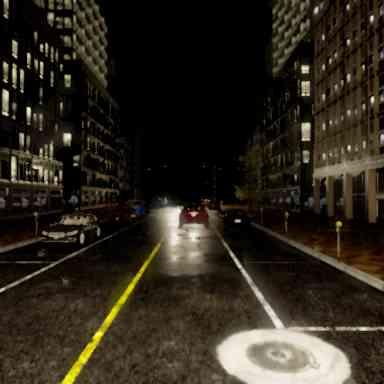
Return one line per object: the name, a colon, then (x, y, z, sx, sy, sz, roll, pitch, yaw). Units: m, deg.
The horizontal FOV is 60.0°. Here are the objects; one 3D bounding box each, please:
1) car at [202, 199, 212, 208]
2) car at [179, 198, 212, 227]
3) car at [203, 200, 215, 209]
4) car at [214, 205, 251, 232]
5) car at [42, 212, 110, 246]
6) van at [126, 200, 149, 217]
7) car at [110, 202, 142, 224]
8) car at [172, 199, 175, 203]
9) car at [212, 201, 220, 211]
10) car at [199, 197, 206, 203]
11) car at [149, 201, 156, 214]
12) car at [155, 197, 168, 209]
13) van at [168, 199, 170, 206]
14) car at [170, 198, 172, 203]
car: (2.762, 2.085, 61.769, 1.752, 1.417, 4.829, 0, 0, 0)
car: (0.125, 1.582, 24.710, 2.097, 1.767, 4.553, 0, -1, 0)
car: (2.756, 2.091, 55.906, 1.802, 1.307, 4.206, 0, 0, 0)
car: (2.718, 1.769, 21.757, 1.947, 1.339, 4.313, 0, -1, 0)
car: (-5.669, 1.701, 16.087, 2.008, 1.369, 4.403, 0, -1, 0)
van: (-5.649, 1.648, 33.165, 1.690, 1.788, 3.998, 0, -1, 0)
car: (-5.656, 1.800, 27.471, 1.887, 1.381, 4.507, 0, -1, 0)
car: (-5.587, 2.328, 89.912, 1.752, 1.417, 4.829, 0, 0, 0)
car: (2.744, 1.849, 44.524, 1.967, 1.590, 4.097, 0, -1, 0)
car: (2.795, 2.245, 90.058, 1.967, 1.590, 4.097, 0, 0, 0)
car: (-5.644, 1.940, 38.855, 1.802, 1.307, 4.206, 0, -1, 0)
car: (-5.624, 1.949, 55.931, 1.967, 1.590, 4.097, 0, 0, 0)
van: (-5.617, 1.899, 61.625, 1.690, 1.788, 3.998, 0, 0, 0)
car: (-5.612, 2.173, 67.315, 1.947, 1.339, 4.313, 0, 0, 0)
